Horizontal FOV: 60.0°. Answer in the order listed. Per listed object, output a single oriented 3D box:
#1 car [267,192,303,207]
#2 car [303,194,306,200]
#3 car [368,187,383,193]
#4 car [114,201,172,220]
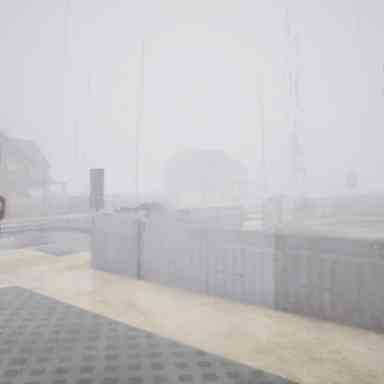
[{"bbox_3d":[9.746,0.984,35.871,2.128,1.511,4.902,2,2,37],"label":"car"},{"bbox_3d":[14.680,0.781,46.840,1.812,1.442,4.674,2,2,37],"label":"car"},{"bbox_3d":[44.490,-0.185,81.249,2.150,2.045,5.566,2,2,37],"label":"car"},{"bbox_3d":[-2.489,1.318,19.887,1.837,1.490,4.892,2,2,37],"label":"car"}]
